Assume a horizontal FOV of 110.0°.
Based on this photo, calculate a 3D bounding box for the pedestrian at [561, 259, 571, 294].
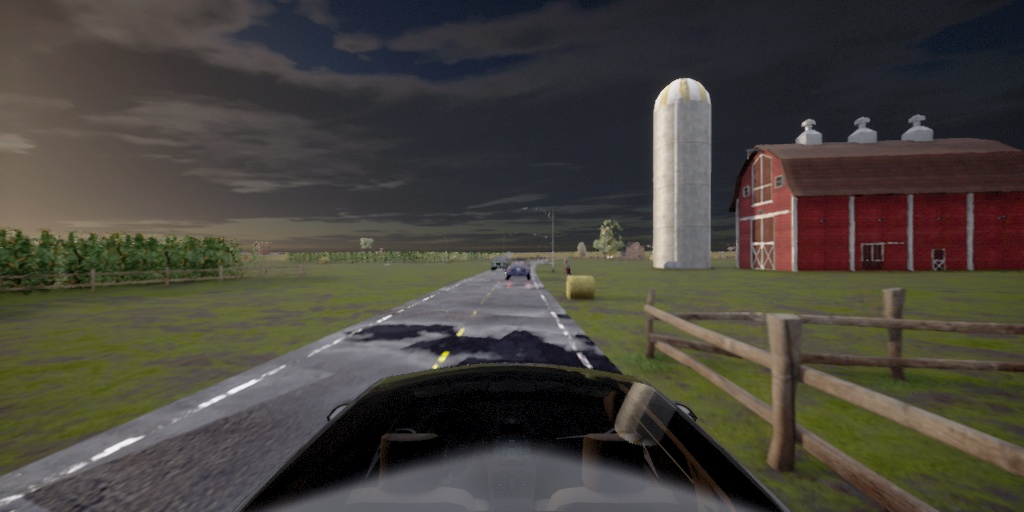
[{"bbox_3d":[2.820,1.051,18.391,0.375,1.860,0.375,0,0,-2],"label":"pedestrian"}]

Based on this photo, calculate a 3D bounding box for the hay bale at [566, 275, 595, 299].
[{"bbox_3d":[3.251,1.422,17.118,1.220,1.180,1.240,0,0,1],"label":"hay bale"}]

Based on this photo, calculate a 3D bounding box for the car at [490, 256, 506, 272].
[{"bbox_3d":[-1.568,1.008,47.768,2.150,2.045,5.566,0,0,3],"label":"car"}]

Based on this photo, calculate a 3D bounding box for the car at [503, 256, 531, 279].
[{"bbox_3d":[0.623,1.129,32.483,2.097,1.767,4.553,0,0,2],"label":"car"}]
